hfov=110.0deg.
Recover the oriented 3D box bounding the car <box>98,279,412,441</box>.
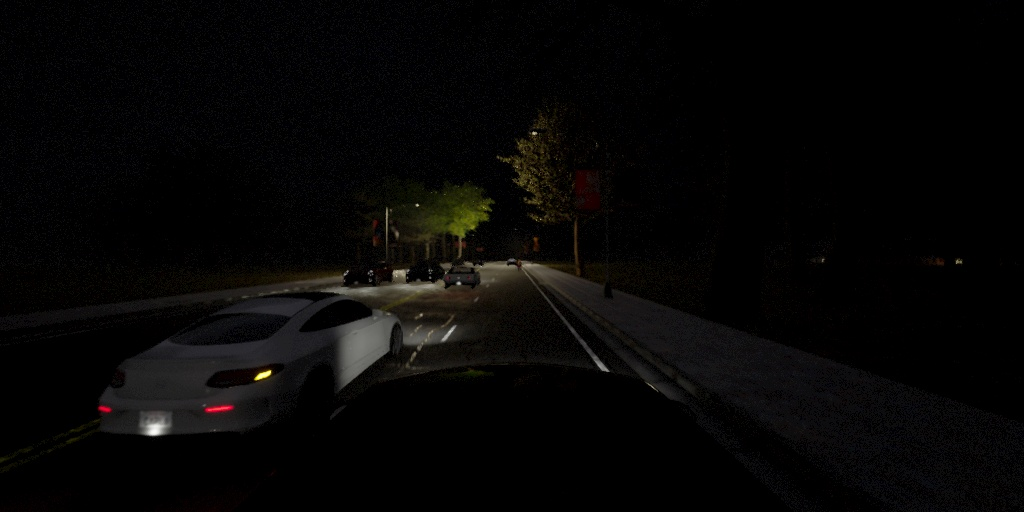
[{"bbox_3d":[-3.150,1.275,5.476,1.812,1.442,4.674,0,0,0],"label":"car"}]

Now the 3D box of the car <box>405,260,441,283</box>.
[{"bbox_3d":[-6.592,1.099,27.484,2.097,1.767,4.553,0,0,0],"label":"car"}]

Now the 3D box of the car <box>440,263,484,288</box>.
[{"bbox_3d":[-3.154,1.349,23.466,1.895,1.301,4.718,0,0,0],"label":"car"}]

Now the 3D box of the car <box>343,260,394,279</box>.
[{"bbox_3d":[-9.844,1.099,24.895,2.097,1.767,4.553,0,0,0],"label":"car"}]

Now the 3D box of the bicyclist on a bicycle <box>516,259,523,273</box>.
[{"bbox_3d":[0.902,1.185,41.534,0.866,1.612,1.509,0,0,0],"label":"bicyclist on a bicycle"}]
